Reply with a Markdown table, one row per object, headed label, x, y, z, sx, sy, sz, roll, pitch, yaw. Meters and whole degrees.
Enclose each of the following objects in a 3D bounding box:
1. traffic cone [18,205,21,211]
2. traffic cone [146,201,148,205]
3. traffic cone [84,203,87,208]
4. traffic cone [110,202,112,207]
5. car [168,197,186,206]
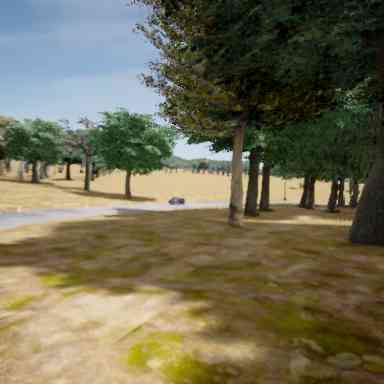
| label | x | y | z | sx | sy | sz | roll | pitch | yaw |
| --- | --- | --- | --- | --- | --- | --- | --- | --- | --- |
| traffic cone | -17.341 | 1.632 | 33.393 | 0.340 | 0.580 | 0.340 | 5 | 1 | 12 |
| traffic cone | -7.639 | 1.871 | 56.989 | 0.340 | 0.580 | 0.340 | 5 | 2 | 24 |
| traffic cone | -13.770 | 1.742 | 43.301 | 0.340 | 0.580 | 0.340 | 5 | 1 | 24 |
| traffic cone | -11.727 | 1.791 | 47.862 | 0.340 | 0.580 | 0.340 | 5 | 2 | 24 |
| car | -2.803 | 1.665 | 62.229 | 1.837 | 1.490 | 4.892 | 5 | 2 | 24 |
